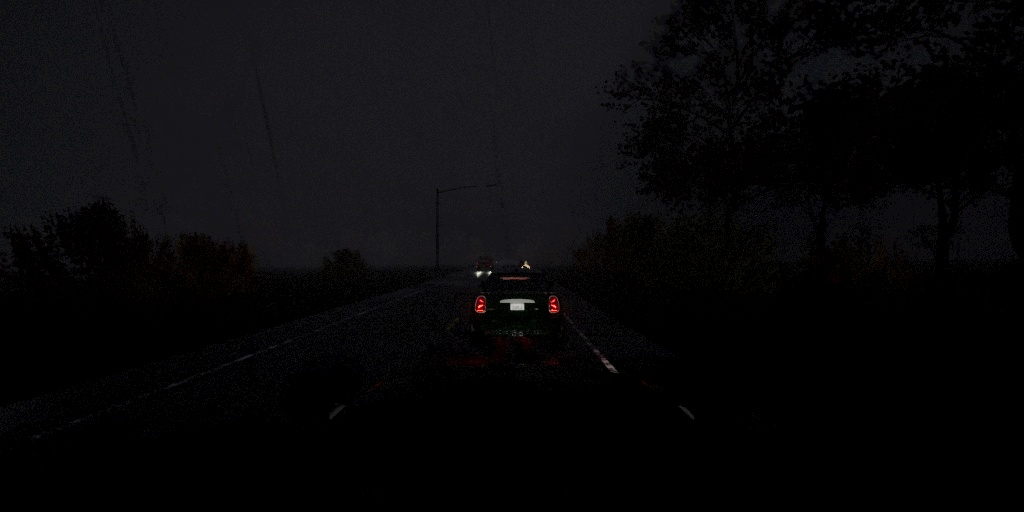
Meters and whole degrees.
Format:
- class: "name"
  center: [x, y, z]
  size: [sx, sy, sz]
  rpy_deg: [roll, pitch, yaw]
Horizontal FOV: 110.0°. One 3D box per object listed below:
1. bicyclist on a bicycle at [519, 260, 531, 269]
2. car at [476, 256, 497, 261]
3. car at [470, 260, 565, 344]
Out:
- class: "bicyclist on a bicycle"
  center: [0.985, 1.177, 25.563]
  size: [0.866, 1.612, 1.509]
  rpy_deg: [0, 0, 1]
- class: "car"
  center: [-3.664, 0.955, 49.111]
  size: [2.150, 2.045, 5.566]
  rpy_deg: [0, 0, 0]
- class: "car"
  center: [0.116, 1.099, 9.740]
  size: [2.097, 1.767, 4.553]
  rpy_deg: [0, 0, 0]
